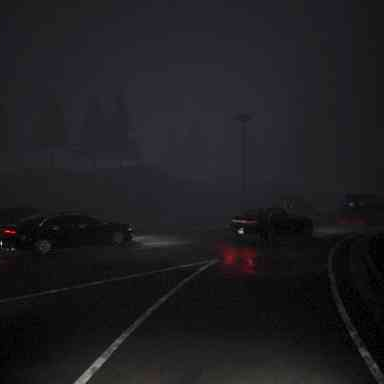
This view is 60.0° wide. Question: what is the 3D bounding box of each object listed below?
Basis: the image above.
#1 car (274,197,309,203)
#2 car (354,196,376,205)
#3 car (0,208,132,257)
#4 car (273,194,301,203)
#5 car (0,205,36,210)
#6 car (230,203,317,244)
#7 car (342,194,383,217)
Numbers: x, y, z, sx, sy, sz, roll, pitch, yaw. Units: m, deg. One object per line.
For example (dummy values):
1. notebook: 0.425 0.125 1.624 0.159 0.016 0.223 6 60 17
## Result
1. car: 11.807 1.537 36.831 5.357 1.411 2.033 0 0 -41
2. car: 29.955 1.509 57.443 4.674 1.442 1.812 0 0 -41
3. car: -4.684 1.502 13.014 4.892 1.490 1.837 0 0 -41
4. car: 12.570 1.210 42.160 5.566 2.045 2.150 0 0 -41
5. car: -9.277 1.473 18.296 5.008 1.535 1.882 0 0 -41
6. car: 3.917 1.487 15.914 4.902 1.511 2.128 0 0 -41
7. car: 16.269 1.213 31.433 5.566 2.045 2.150 0 0 -41
